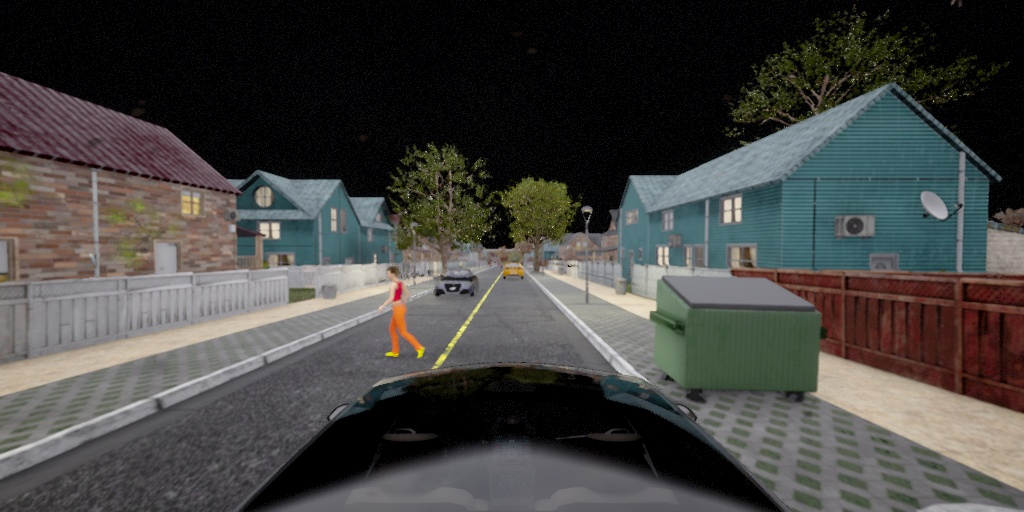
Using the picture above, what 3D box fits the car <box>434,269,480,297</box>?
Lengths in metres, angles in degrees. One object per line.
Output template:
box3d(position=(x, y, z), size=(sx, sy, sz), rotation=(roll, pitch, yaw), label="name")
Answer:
box3d(position=(-2.840, 1.389, 19.211), size=(1.994, 1.385, 4.181), rotation=(0, 0, 0), label="car")

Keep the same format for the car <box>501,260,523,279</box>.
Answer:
box3d(position=(0.117, 1.407, 35.297), size=(1.882, 1.535, 5.008), rotation=(0, -1, 0), label="car")

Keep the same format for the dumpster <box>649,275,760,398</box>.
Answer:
box3d(position=(3.013, 1.161, 6.123), size=(1.020, 1.700, 1.940), rotation=(0, 0, 0), label="dumpster")

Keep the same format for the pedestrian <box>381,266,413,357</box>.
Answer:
box3d(position=(-2.255, 1.063, 7.038), size=(0.375, 1.860, 0.375), rotation=(-2, 1, -1), label="pedestrian")

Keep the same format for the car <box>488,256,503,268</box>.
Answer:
box3d(position=(-2.720, 1.003, 59.641), size=(2.150, 2.045, 5.566), rotation=(0, -1, 0), label="car")
